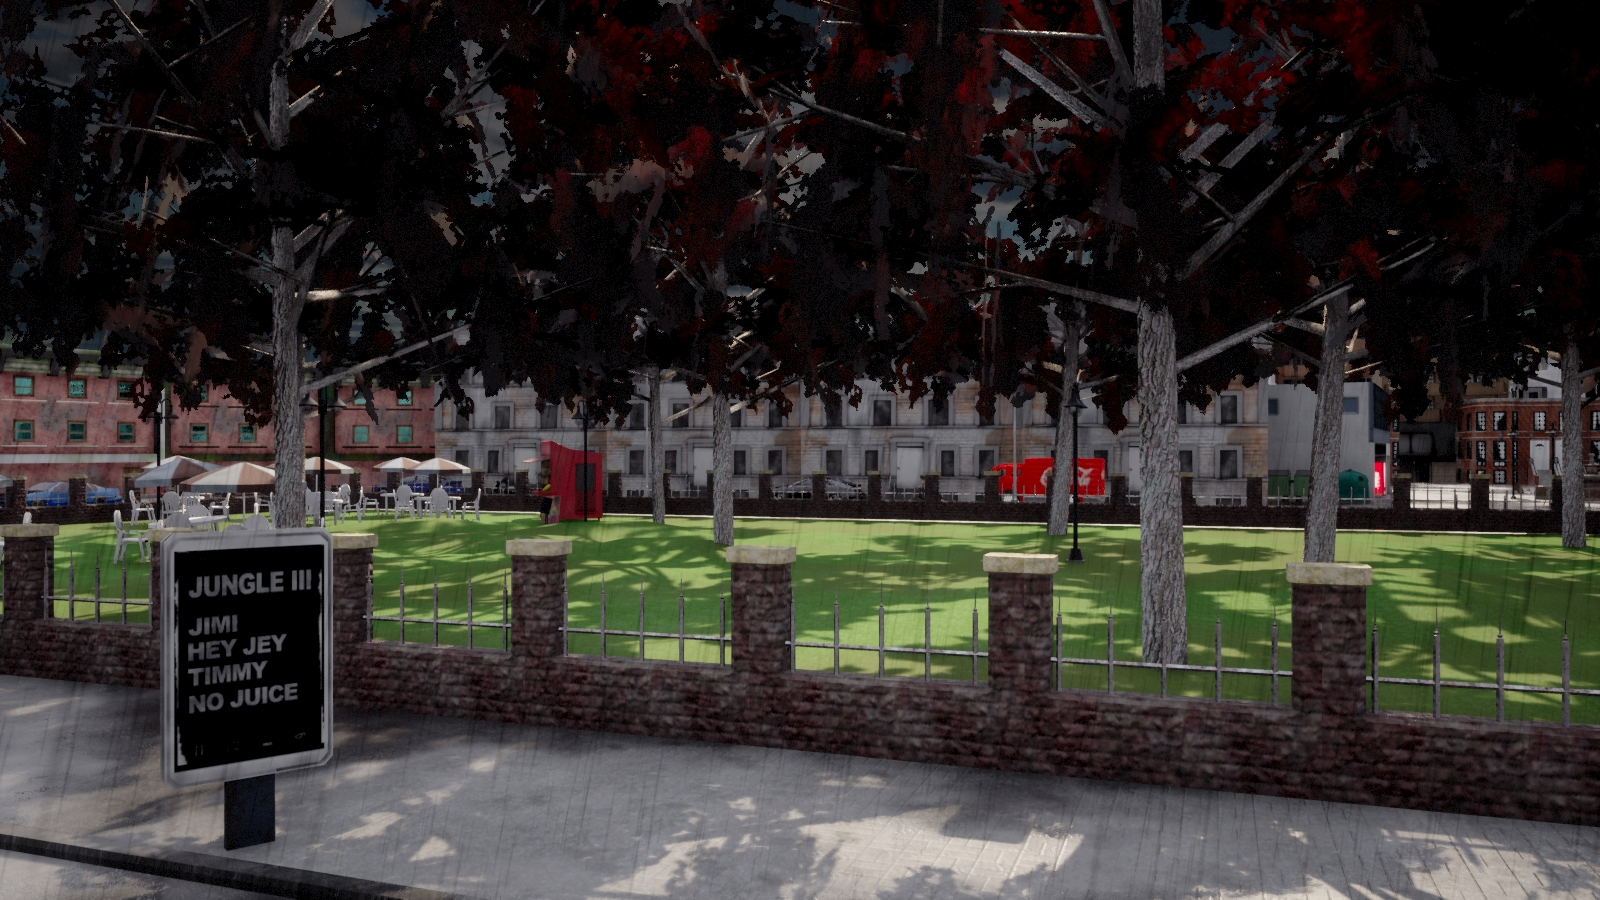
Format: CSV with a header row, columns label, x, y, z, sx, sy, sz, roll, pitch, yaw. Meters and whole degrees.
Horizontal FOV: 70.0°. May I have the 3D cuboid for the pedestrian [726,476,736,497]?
label,x,y,z,sx,sy,sz,roll,pitch,yaw
pedestrian,-3.649,1.914,60.280,0.500,1.100,0.500,0,0,3

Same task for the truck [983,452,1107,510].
label,x,y,z,sx,sy,sz,roll,pitch,yaw
truck,11.196,1.358,52.188,5.204,2.467,2.627,1,0,20

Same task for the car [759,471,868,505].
label,x,y,z,sx,sy,sz,roll,pitch,yaw
car,0.676,1.835,55.997,4.902,1.511,2.128,0,0,20

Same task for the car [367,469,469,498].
label,x,y,z,sx,sy,sz,roll,pitch,yaw
car,-21.254,1.832,63.651,5.006,1.535,2.097,0,0,13
